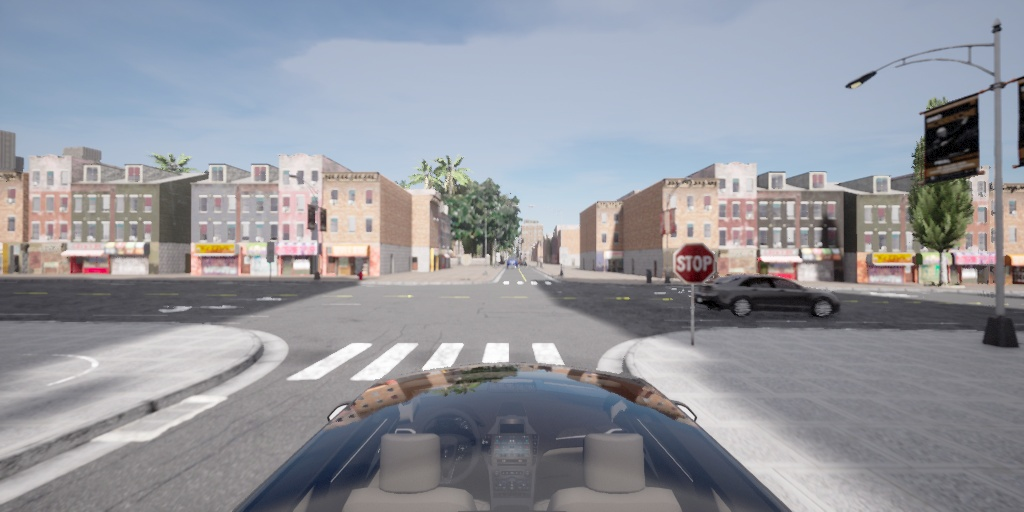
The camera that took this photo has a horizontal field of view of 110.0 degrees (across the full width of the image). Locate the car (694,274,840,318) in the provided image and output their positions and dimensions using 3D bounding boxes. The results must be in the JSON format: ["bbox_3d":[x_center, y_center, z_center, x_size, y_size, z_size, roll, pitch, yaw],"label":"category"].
[{"bbox_3d":[9.545,1.457,13.603,4.892,1.490,1.837,1,0,0],"label":"car"}]
